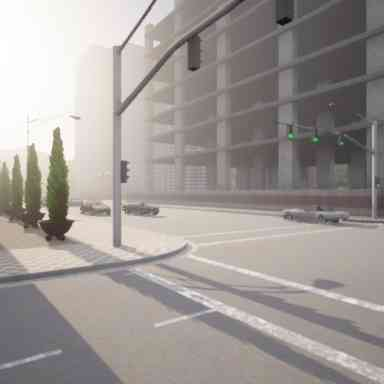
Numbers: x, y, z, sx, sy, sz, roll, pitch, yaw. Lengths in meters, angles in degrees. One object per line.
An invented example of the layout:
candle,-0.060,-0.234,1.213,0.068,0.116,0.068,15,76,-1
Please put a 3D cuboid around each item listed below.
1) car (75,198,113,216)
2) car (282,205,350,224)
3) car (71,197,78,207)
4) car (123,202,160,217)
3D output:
car,-9.667,1.597,33.214,2.033,1.411,5.357,0,0,-35
car,9.085,1.646,24.947,1.895,1.301,4.718,0,0,-35
car,-18.351,1.555,51.826,1.837,1.490,4.892,0,-1,-35
car,-5.011,1.649,32.672,1.895,1.301,4.718,0,0,-35
